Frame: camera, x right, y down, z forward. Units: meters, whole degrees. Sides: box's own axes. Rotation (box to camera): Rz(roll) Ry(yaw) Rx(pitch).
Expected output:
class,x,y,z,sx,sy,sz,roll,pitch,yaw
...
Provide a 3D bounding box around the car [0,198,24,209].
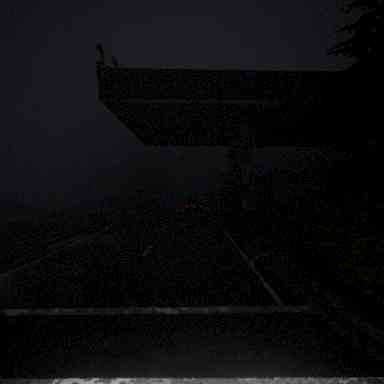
class,x,y,z,sx,sy,sz,roll,pitch,yaw
car,-23.926,1.471,43.343,3.633,1.501,1.845,-1,0,0

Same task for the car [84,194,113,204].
class,x,y,z,sx,sy,sz,roll,pitch,yaw
car,-16.348,1.235,58.346,4.514,1.523,2.007,-1,0,0

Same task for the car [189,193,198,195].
class,x,y,z,sx,sy,sz,roll,pitch,yaw
car,0.264,0.936,59.636,2.097,1.767,4.553,-1,0,0

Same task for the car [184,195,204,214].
class,x,y,z,sx,sy,sz,roll,pitch,yaw
car,0.185,1.343,33.211,2.033,1.411,5.357,-1,0,0

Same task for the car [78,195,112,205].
class,x,y,z,sx,sy,sz,roll,pitch,yaw
car,-16.286,1.249,55.209,5.027,1.636,2.152,-1,0,0
